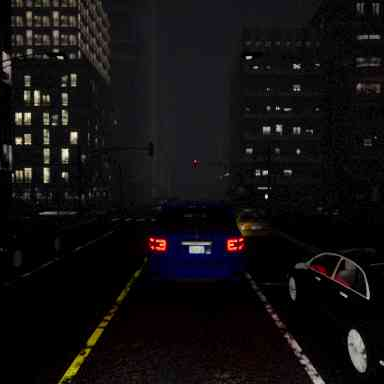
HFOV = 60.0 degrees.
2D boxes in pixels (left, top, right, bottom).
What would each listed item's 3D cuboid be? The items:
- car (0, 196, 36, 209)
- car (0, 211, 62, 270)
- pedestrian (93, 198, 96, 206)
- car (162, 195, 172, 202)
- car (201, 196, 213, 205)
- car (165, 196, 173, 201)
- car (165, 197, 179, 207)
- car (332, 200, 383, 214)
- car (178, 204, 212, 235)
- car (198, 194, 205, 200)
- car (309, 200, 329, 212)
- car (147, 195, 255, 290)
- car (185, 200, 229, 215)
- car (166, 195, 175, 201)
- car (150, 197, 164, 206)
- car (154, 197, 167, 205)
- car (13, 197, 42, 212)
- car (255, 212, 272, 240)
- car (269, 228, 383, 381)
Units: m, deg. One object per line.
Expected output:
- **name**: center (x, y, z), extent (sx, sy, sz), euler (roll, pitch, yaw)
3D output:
- **car**: center (-21.673, 1.274, 40.202), extent (4.829, 1.417, 1.752), euler (0, 0, 1)
- **car**: center (-5.836, 1.542, 10.988), extent (1.887, 1.381, 4.507), euler (-1, 0, 0)
- **pedestrian**: center (-12.561, 1.299, 43.052), extent (0.500, 1.100, 0.500), euler (0, 0, 1)
- **car**: center (-5.724, 1.530, 77.148), extent (1.887, 1.381, 4.507), euler (-1, 0, 0)
- **car**: center (2.660, 1.538, 60.187), extent (2.008, 1.369, 4.403), euler (-1, 0, 0)
- **car**: center (-5.725, 1.567, 82.803), extent (1.802, 1.307, 4.206), euler (-1, 0, 0)
- **car**: center (-3.107, 1.552, 52.656), extent (1.994, 1.385, 4.181), euler (0, 0, 0)
- **car**: center (18.804, 1.683, 37.086), extent (5.357, 1.411, 2.033), euler (0, 1, 1)
- **car**: center (0.092, 1.520, 19.712), extent (1.812, 1.442, 4.674), euler (0, 0, -2)
- **car**: center (2.650, 1.424, 94.115), extent (1.967, 1.590, 4.097), euler (-1, 0, 0)
- **car**: center (16.302, 1.622, 39.714), extent (4.403, 1.369, 2.008), euler (0, 0, 1)
- **car**: center (0.094, 1.219, 9.201), extent (2.150, 2.045, 5.566), euler (0, 0, 0)
- **car**: center (1.616, 1.553, 34.384), extent (4.181, 1.385, 1.994), euler (0, 0, -34)
- **car**: center (-5.727, 1.529, 88.457), extent (1.887, 1.381, 4.507), euler (-1, 0, 0)
- **car**: center (-5.718, 1.513, 54.360), extent (1.752, 1.417, 4.829), euler (-1, 0, 0)
- **car**: center (-5.719, 1.553, 60.185), extent (1.947, 1.339, 4.313), euler (-1, 0, 0)
- **car**: center (-17.826, 1.442, 34.389), extent (4.181, 1.385, 1.994), euler (0, 1, 1)
- **car**: center (2.801, 1.521, 16.747), extent (1.752, 1.417, 4.829), euler (-1, 0, 0)
- **car**: center (2.805, 1.549, 5.289), extent (2.008, 1.369, 4.403), euler (-1, 0, 0)
